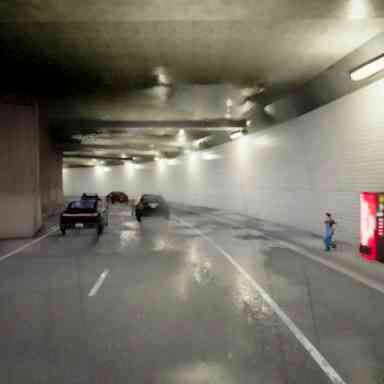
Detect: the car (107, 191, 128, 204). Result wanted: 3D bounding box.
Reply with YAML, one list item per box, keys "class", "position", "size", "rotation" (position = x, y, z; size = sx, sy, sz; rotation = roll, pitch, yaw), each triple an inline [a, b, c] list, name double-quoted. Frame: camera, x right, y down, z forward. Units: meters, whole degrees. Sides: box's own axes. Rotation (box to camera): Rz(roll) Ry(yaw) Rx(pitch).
- class: "car"
  position: [-8.938, 0.629, 39.412]
  size: [1.882, 1.535, 5.008]
  rotation: [0, 1, -25]

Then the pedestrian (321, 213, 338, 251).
- class: "pedestrian"
  position: [4.301, 1.188, 10.340]
  size: [0.375, 1.300, 0.375]
  rotation: [0, 1, -6]

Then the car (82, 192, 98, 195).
- class: "car"
  position: [-10.428, 0.764, 33.885]
  size: [2.128, 1.511, 4.902]
  rotation: [0, 1, -22]

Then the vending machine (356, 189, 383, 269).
- class: "vending machine"
  position: [5.386, 0.983, 9.338]
  size: [1.100, 2.100, 0.880]
  rotation: [0, 1, -6]

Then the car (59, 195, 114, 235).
- class: "car"
  position: [-5.220, 1.137, 16.451]
  size: [2.128, 1.511, 4.902]
  rotation: [0, 1, -11]

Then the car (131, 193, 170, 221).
- class: "car"
  position: [-2.910, 0.863, 22.513]
  size: [2.097, 1.767, 4.553]
  rotation: [0, 1, -15]
